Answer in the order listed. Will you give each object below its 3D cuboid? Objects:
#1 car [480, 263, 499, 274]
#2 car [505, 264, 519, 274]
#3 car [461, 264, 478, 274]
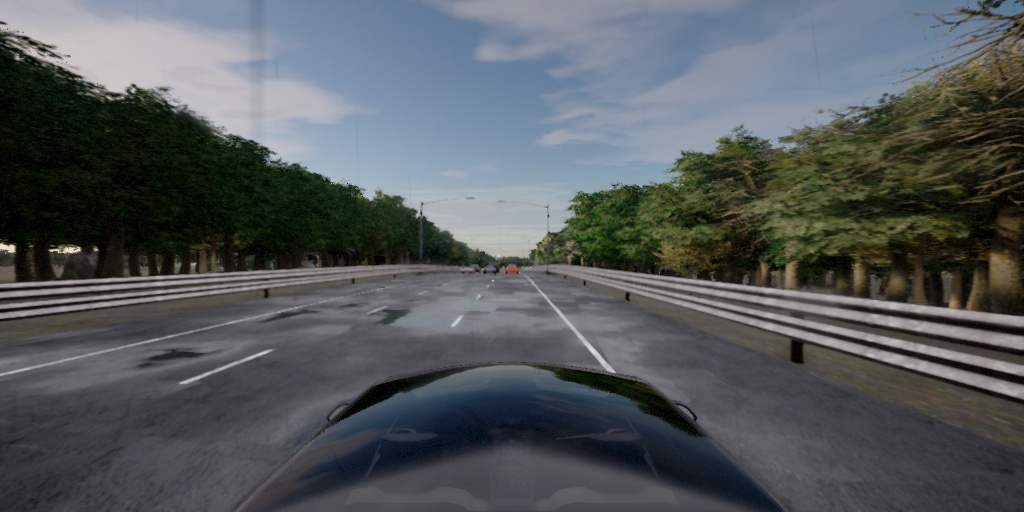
[{"bbox_3d":[-3.490,2.219,57.438,1.994,1.385,4.181,0,-2,0],"label":"car"},{"bbox_3d":[0.010,2.006,57.412,2.097,1.767,4.553,0,-2,0],"label":"car"},{"bbox_3d":[-6.990,2.257,57.464,1.895,1.301,4.718,0,-2,0],"label":"car"}]
